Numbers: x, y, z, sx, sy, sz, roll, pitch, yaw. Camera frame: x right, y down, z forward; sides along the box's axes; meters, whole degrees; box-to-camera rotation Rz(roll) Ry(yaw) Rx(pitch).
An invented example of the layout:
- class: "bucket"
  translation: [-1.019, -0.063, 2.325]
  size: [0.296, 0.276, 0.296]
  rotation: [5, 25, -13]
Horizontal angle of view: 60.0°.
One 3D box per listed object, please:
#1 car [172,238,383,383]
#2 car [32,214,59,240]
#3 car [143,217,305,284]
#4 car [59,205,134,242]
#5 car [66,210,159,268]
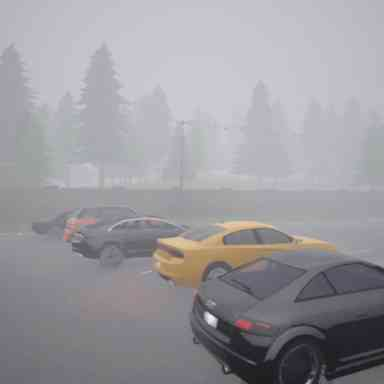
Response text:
- class: "car"
  translation: [2.059, 1.585, 5.008]
  size: [4.181, 1.385, 1.994]
  rotation: [0, 0, -24]
- class: "car"
  translation: [-5.535, 1.596, 16.952]
  size: [4.718, 1.301, 1.895]
  rotation: [0, 0, -24]
- class: "car"
  translation: [1.491, 1.502, 8.586]
  size: [5.008, 1.535, 1.882]
  rotation: [0, 0, -24]
- class: "car"
  translation: [-3.063, 1.358, 14.221]
  size: [4.553, 1.767, 2.097]
  rotation: [0, 0, -24]
- class: "car"
  translation: [-1.452, 1.502, 11.107]
  size: [4.902, 1.511, 2.128]
  rotation: [0, 0, -24]
